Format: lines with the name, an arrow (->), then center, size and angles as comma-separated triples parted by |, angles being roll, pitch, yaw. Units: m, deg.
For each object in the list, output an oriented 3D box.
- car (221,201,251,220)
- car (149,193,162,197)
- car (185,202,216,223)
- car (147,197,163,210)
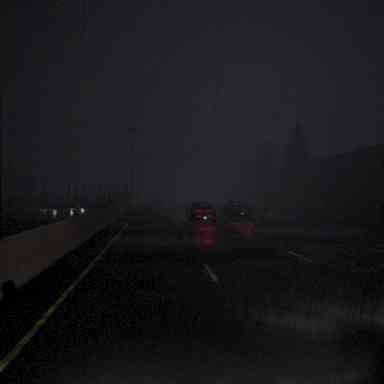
car -> 3.763, 1.525, 29.085 | 2.128, 1.511, 4.902 | 0, 0, -6
car -> -6.844, 1.269, 62.399 | 2.150, 2.045, 5.566 | 0, -1, -5
car -> 0.627, 1.530, 25.515 | 1.837, 1.490, 4.892 | 0, -1, -6
car -> -4.735, 1.638, 42.519 | 1.895, 1.301, 4.718 | 0, 0, -6
